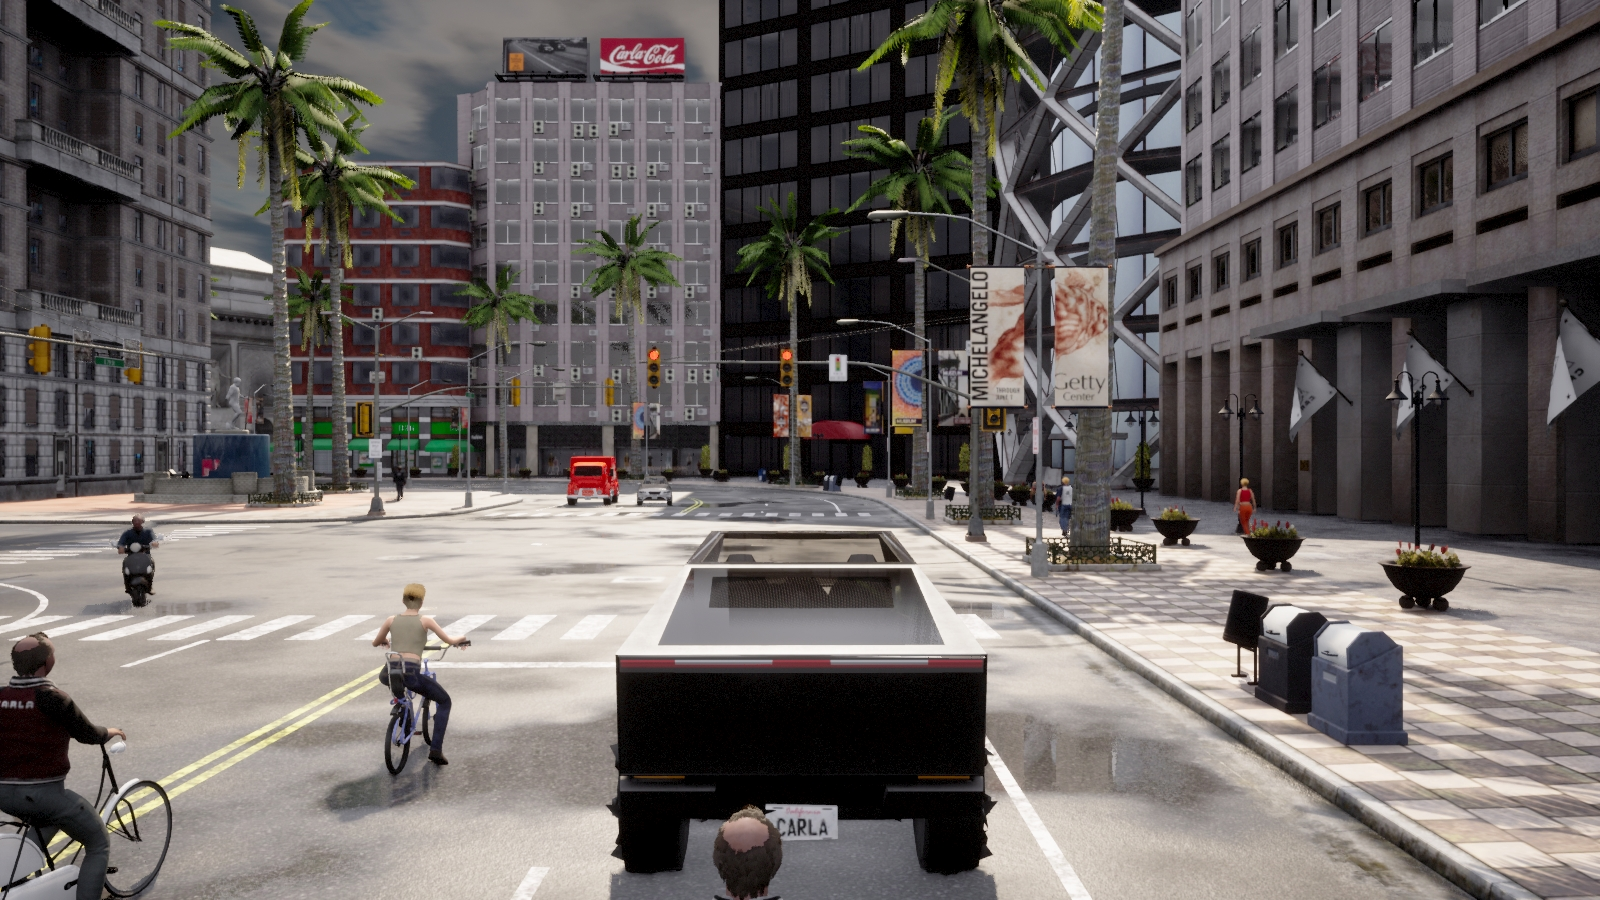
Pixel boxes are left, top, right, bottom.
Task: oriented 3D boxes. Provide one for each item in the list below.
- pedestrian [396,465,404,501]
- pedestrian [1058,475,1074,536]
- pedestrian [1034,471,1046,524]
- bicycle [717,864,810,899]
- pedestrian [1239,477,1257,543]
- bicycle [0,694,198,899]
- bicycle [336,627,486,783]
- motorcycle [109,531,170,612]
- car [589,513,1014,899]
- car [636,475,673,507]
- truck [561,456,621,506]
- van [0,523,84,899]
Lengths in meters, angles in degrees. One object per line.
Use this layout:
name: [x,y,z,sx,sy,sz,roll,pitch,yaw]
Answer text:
pedestrian: [-20.763,1.696,59.312,0.375,1.860,0.375,0,0,-9]
pedestrian: [8.113,1.694,34.916,0.375,1.860,0.375,0,0,-6]
pedestrian: [8.598,1.698,40.945,0.375,1.860,0.375,0,0,2]
bicycle: [-0.147,2.210,3.549,0.329,1.171,1.835,0,0,1]
pedestrian: [12.711,1.704,32.445,0.375,1.860,0.375,0,0,2]
bicycle: [-4.243,2.210,6.662,0.329,1.171,1.835,0,0,6]
bicycle: [-3.473,2.256,10.347,0.859,1.080,1.487,0,0,0]
motorcycle: [-12.017,2.182,20.839,0.856,1.236,1.805,-2,1,-28]
car: [0.011,1.753,9.550,2.390,2.098,6.274,0,0,0]
car: [-7.460,2.066,58.811,1.816,1.474,4.193,0,0,-7]
truck: [-10.821,1.568,59.475,2.627,2.467,5.204,0,0,-5]
van: [-3.501,1.534,1.043,1.988,2.561,5.915,0,0,0]
